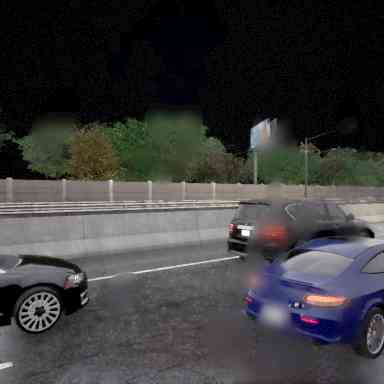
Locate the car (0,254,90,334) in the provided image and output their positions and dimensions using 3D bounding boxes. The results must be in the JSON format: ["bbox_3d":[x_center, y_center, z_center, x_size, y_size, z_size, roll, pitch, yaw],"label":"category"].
[{"bbox_3d":[-4.117,1.492,5.097,4.902,1.511,2.128,0,0,-36],"label":"car"}]

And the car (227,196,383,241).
[{"bbox_3d":[3.651,1.226,10.745,5.566,2.045,2.150,0,0,-36],"label":"car"}]

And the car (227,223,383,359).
[{"bbox_3d":[2.987,1.528,5.951,4.674,1.442,1.812,0,0,-36],"label":"car"}]
